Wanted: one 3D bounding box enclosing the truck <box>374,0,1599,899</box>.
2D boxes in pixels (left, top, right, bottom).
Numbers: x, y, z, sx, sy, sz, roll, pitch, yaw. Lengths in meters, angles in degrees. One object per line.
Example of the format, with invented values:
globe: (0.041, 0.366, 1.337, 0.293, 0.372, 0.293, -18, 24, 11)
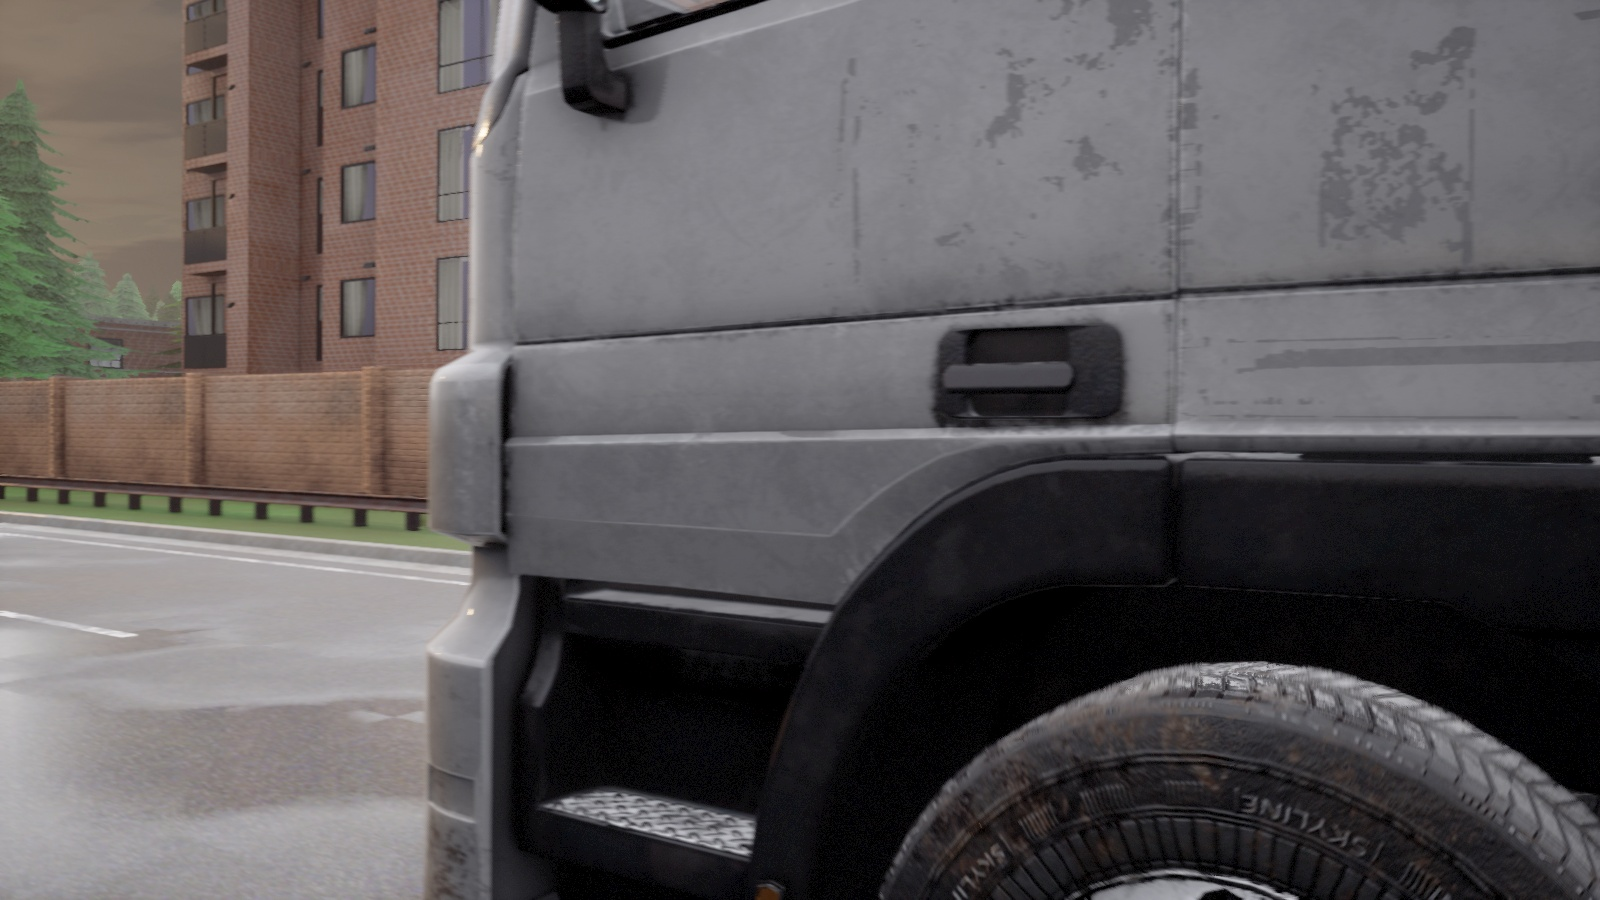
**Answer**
truck: (3.297, -0.300, 1.414, 7.936, 3.462, 2.891, 0, 1, 34)
